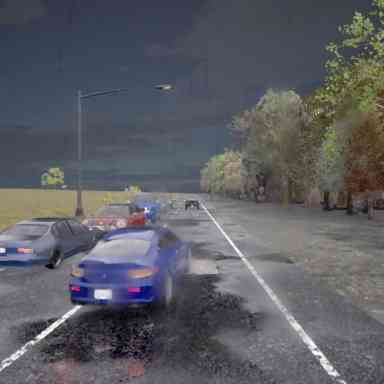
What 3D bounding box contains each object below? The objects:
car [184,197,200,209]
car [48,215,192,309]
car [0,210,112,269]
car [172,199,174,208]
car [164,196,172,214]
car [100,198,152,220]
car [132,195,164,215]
[{"bbox_3d":[0.028,1.501,44.312,1.837,1.490,4.892,0,0,0],"label":"car"},{"bbox_3d":[-1.168,1.519,7.844,1.812,1.442,4.674,-1,1,8],"label":"car"},{"bbox_3d":[-4.681,1.550,11.079,2.033,1.411,5.357,0,0,6],"label":"car"},{"bbox_3d":[-3.626,1.347,45.234,2.097,1.767,4.553,0,0,0],"label":"car"},{"bbox_3d":[-3.619,1.351,35.228,2.097,1.767,4.553,0,0,0],"label":"car"},{"bbox_3d":[-3.572,1.354,15.860,2.097,1.767,4.553,0,0,6],"label":"car"},{"bbox_3d":[-3.622,1.223,25.223,2.150,2.045,5.566,0,0,-1],"label":"car"}]
